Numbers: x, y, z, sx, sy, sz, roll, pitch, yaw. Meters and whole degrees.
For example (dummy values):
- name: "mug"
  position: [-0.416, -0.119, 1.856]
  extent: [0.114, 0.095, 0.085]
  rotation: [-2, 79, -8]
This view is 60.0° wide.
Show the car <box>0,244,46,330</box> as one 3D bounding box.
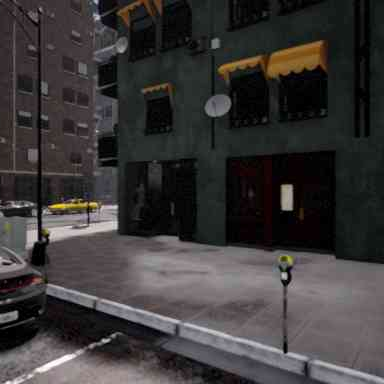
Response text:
- name: "car"
  position: [-4.385, 1.551, 5.998]
  extent: [4.403, 1.369, 2.008]
  rotation: [0, 0, 35]

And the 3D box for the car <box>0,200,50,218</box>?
- name: "car"
  position: [-13.957, 1.348, 26.004]
  extent: [2.008, 1.369, 4.403]
  rotation: [1, 1, 35]

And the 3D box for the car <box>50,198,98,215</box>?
- name: "car"
  position: [-10.869, 1.248, 30.431]
  extent: [1.752, 1.417, 4.829]
  rotation: [1, 1, 35]
